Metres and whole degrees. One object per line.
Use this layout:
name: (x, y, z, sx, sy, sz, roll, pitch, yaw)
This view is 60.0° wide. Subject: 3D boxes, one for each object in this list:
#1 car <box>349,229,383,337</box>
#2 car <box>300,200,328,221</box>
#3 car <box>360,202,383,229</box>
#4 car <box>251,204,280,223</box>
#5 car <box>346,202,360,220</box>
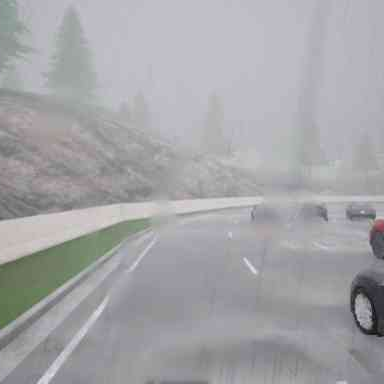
car: (3.584, 1.497, 3.740, 1.837, 1.490, 4.892, 0, 0, 0)
car: (9.927, 1.447, 26.978, 1.837, 1.490, 4.892, -1, 0, 19)
car: (7.126, 1.204, 9.061, 2.150, 2.045, 5.566, 0, 0, 1)
car: (5.689, 1.546, 25.433, 1.895, 1.301, 4.718, 0, 0, 16)
car: (13.881, 1.505, 27.454, 1.994, 1.385, 4.181, 0, 0, 22)
